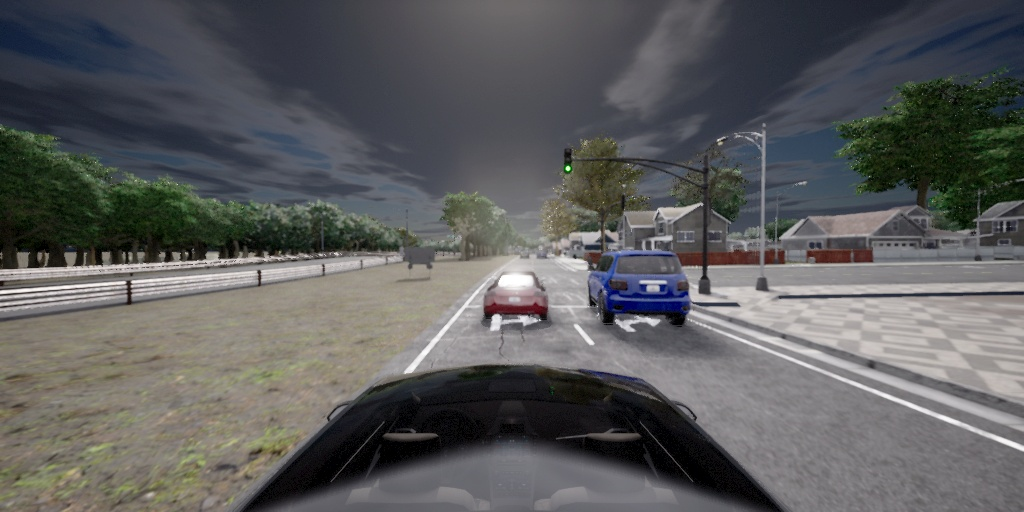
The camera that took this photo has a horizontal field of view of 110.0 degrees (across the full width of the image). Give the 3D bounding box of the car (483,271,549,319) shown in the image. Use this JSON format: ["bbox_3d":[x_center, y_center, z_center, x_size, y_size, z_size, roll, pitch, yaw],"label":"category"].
[{"bbox_3d":[0.232,1.185,12.209,1.994,1.385,4.181,0,1,4],"label":"car"}]

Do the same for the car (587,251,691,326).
[{"bbox_3d":[3.720,0.854,11.406,2.150,2.045,5.566,0,1,6],"label":"car"}]
